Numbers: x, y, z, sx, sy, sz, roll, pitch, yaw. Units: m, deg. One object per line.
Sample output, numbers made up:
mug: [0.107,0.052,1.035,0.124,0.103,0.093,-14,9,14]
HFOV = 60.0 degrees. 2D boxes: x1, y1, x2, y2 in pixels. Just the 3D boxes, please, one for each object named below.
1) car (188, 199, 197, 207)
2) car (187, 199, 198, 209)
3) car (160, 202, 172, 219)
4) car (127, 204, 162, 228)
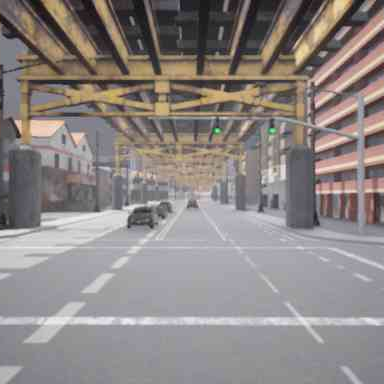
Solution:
car: [0.071,2.179,67.466,1.882,1.535,5.008,0,0,0]
car: [0.088,2.268,57.502,1.895,1.301,4.718,0,0,0]
car: [-3.602,2.000,34.660,2.033,1.411,5.357,0,-1,0]
car: [-3.602,1.829,24.809,1.837,1.490,4.892,0,-1,0]
